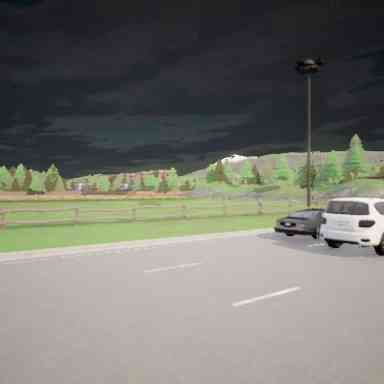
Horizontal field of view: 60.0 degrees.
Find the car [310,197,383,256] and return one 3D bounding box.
[{"bbox_3d":[7.468,1.229,13.378,5.566,2.045,2.150,0,0,-36],"label":"car"}]

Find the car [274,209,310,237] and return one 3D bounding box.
[{"bbox_3d":[6.529,1.553,17.006,5.357,1.411,2.033,0,0,-36],"label":"car"}]
